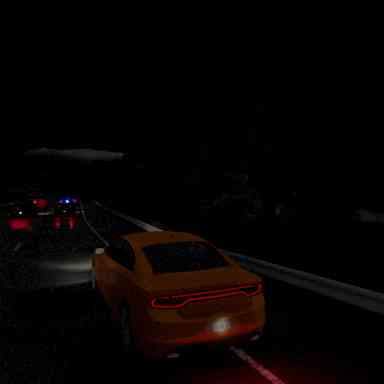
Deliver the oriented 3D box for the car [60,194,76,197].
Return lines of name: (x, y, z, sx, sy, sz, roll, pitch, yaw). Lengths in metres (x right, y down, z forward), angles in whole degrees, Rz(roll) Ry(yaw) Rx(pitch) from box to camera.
car: (-15.418, 1.221, 41.420, 2.150, 2.045, 5.566, 0, 0, -18)

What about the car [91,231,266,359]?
car: (-0.677, 1.478, 6.302, 1.882, 1.535, 5.008, 0, 0, -25)

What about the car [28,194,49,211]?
car: (-18.581, 1.221, 40.022, 2.150, 2.045, 5.566, 0, 0, -19)

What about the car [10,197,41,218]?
car: (-15.157, 1.505, 30.132, 1.837, 1.490, 4.892, 0, 0, -19)

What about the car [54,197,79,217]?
car: (-11.984, 1.492, 31.525, 2.128, 1.511, 4.902, 0, 0, -19)
